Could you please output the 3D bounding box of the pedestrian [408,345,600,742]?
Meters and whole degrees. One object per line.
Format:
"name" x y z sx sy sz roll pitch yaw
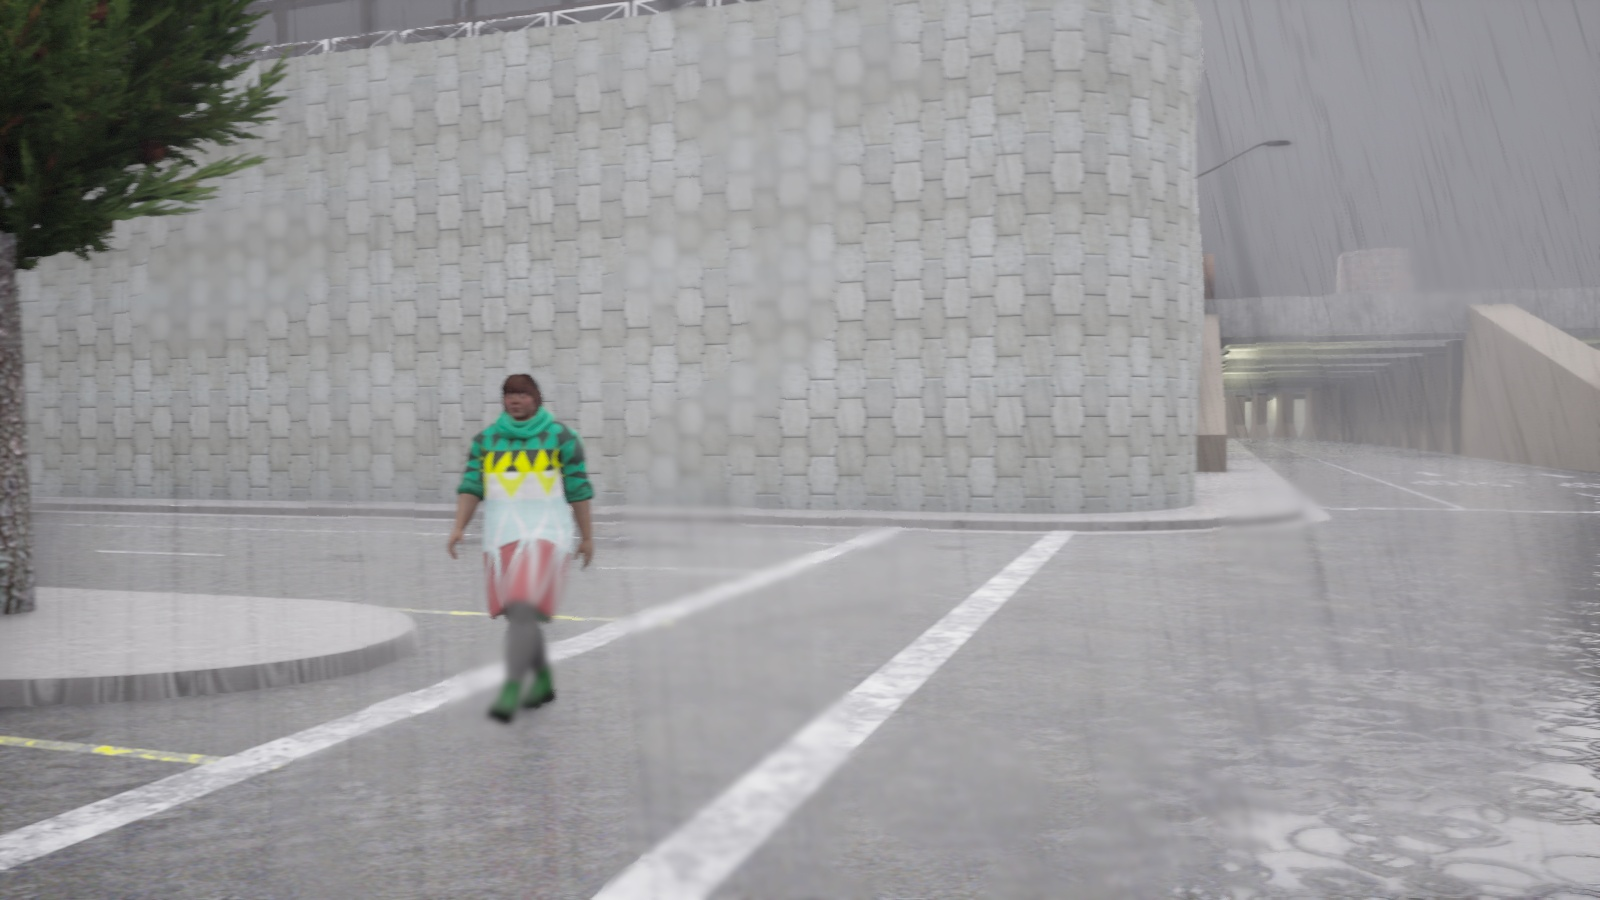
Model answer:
"pedestrian" -1.548 0.452 6.675 0.659 1.952 0.873 0 1 14
